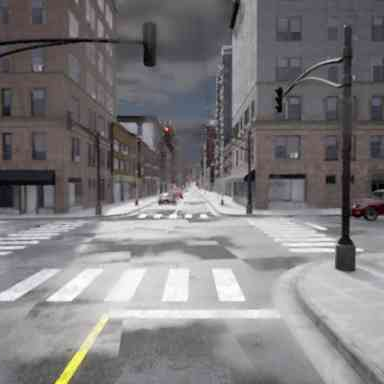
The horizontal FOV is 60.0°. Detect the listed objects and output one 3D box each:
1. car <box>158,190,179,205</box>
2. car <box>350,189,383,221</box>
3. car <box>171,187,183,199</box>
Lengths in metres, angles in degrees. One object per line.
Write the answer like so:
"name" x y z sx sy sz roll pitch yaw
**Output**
"car" -2.913 0.832 40.023 1.994 1.385 4.181 0 1 0
"car" 12.172 0.738 20.498 5.009 1.841 2.192 -1 2 0
"car" -2.781 0.171 58.813 2.150 2.045 5.566 0 1 1
